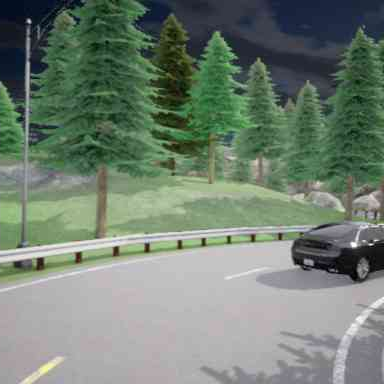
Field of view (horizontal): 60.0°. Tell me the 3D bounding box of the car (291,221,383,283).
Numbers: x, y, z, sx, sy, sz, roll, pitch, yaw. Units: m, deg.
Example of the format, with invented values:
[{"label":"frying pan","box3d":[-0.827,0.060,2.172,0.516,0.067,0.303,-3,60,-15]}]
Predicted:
[{"label":"car","box3d":[5.160,1.671,10.273,4.892,1.490,1.837,1,0,-33]}]
